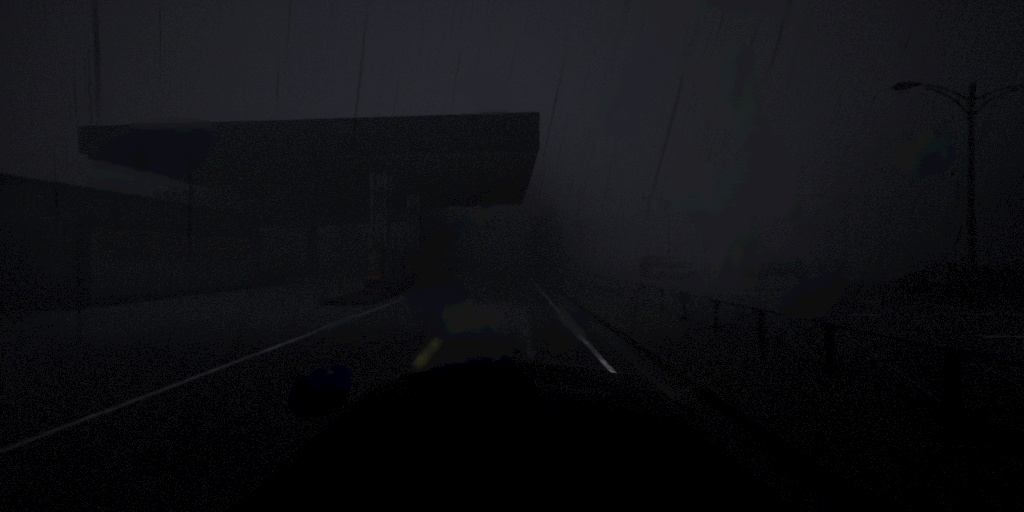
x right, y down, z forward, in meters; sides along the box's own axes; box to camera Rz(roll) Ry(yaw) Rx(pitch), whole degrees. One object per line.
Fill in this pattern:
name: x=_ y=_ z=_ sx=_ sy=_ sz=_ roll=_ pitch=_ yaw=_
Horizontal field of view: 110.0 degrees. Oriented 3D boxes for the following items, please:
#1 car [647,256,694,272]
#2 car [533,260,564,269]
car: x=24.116 y=0.999 z=54.704 sx=5.566 sy=2.045 sz=2.150 roll=0 pitch=0 yaw=0
car: x=5.600 y=1.301 z=54.680 sx=4.674 sy=1.442 sz=1.812 roll=0 pitch=0 yaw=0
